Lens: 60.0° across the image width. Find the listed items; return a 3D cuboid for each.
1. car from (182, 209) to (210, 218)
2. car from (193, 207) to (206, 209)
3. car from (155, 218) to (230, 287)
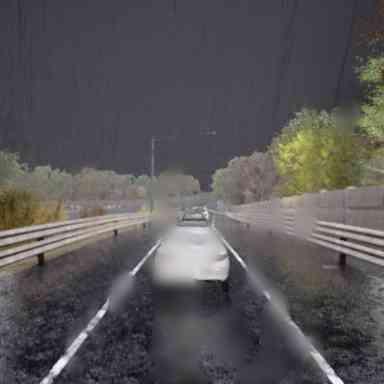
[{"bbox_3d":[0.139,2.118,22.278,2.128,1.511,4.902,0,-3,1],"label":"car"},{"bbox_3d":[1.060,3.010,42.889,2.150,2.045,5.566,0,-3,4],"label":"car"},{"bbox_3d":[0.002,1.685,9.630,1.812,1.442,4.674,0,-1,0],"label":"car"}]
